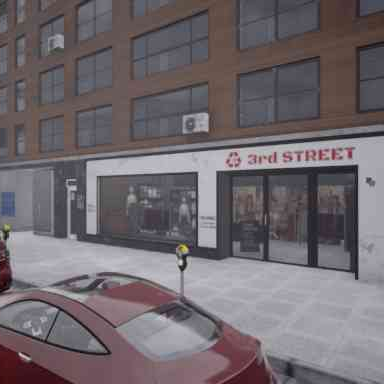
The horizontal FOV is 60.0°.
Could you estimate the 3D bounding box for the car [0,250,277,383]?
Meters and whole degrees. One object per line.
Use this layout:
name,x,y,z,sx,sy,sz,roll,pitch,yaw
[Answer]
car,-1.196,1.582,3.659,4.206,1.307,1.802,0,0,35

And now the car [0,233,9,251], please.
car,-5.693,1.315,6.858,5.009,1.841,2.192,0,0,35
